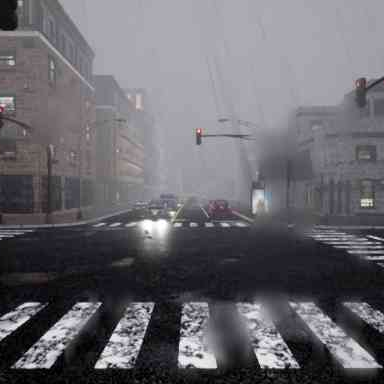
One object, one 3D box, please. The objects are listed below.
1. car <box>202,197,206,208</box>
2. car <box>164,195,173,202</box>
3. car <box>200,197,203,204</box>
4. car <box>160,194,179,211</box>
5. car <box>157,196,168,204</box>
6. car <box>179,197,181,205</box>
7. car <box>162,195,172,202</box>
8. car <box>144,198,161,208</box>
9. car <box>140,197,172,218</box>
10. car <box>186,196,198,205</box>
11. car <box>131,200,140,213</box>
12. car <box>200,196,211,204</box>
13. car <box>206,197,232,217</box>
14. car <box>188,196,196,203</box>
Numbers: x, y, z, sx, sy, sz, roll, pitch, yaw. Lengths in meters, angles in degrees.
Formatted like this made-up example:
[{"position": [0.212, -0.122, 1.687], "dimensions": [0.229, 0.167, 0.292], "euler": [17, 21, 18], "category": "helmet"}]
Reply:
[{"position": [2.644, 1.596, 43.137], "dimensions": [1.802, 1.307, 4.206], "euler": [0, 0, 0], "category": "car"}, {"position": [-5.775, 1.590, 82.823], "dimensions": [1.752, 1.417, 4.829], "euler": [-1, 0, 0], "category": "car"}, {"position": [2.638, 1.570, 48.834], "dimensions": [2.008, 1.369, 4.403], "euler": [0, 0, 0], "category": "car"}, {"position": [-3.137, 1.237, 42.182], "dimensions": [2.150, 2.045, 5.566], "euler": [0, 0, 0], "category": "car"}, {"position": [-5.759, 1.564, 65.734], "dimensions": [1.752, 1.417, 4.829], "euler": [0, 0, 0], "category": "car"}, {"position": [-3.093, 1.384, 61.507], "dimensions": [2.097, 1.767, 4.553], "euler": [0, 0, 0], "category": "car"}, {"position": [-5.771, 1.496, 77.296], "dimensions": [1.967, 1.590, 4.097], "euler": [0, 0, 0], "category": "car"}, {"position": [-5.742, 1.570, 48.814], "dimensions": [2.008, 1.369, 4.403], "euler": [0, 0, 0], "category": "car"}, {"position": [-3.139, 1.496, 29.946], "dimensions": [2.128, 1.511, 4.902], "euler": [0, 0, -2], "category": "car"}, {"position": [0.045, 1.537, 60.288], "dimensions": [1.837, 1.490, 4.892], "euler": [0, 0, 0], "category": "car"}, {"position": [-5.731, 1.560, 37.420], "dimensions": [2.008, 1.369, 4.403], "euler": [0, 0, 0], "category": "car"}, {"position": [2.622, 1.590, 65.924], "dimensions": [2.008, 1.369, 4.403], "euler": [-1, 0, 0], "category": "car"}, {"position": [2.654, 1.445, 31.744], "dimensions": [1.967, 1.590, 4.097], "euler": [0, 0, 0], "category": "car"}, {"position": [0.013, 1.571, 70.705], "dimensions": [1.812, 1.442, 4.674], "euler": [0, 0, 0], "category": "car"}]
